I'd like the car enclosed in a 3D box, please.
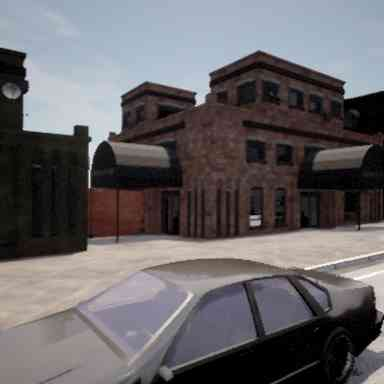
[{"bbox_3d":[0.093,1.548,3.754,5.357,1.411,2.033,0,0,-35],"label":"car"}]
